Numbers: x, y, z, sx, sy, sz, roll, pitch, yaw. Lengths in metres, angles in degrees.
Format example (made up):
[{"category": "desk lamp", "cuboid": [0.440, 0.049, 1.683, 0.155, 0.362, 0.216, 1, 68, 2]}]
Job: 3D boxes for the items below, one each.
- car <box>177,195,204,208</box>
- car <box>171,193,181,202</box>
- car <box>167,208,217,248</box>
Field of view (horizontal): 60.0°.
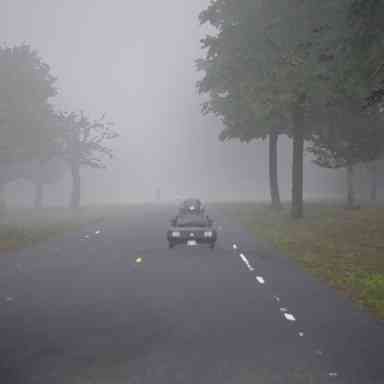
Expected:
[{"category": "car", "cuboid": [0.001, 1.367, 29.631, 2.097, 1.767, 4.553, 0, 0, 0]}, {"category": "car", "cuboid": [-3.499, 1.326, 76.709, 2.150, 2.045, 5.566, 0, 0, 0]}, {"category": "car", "cuboid": [0.001, 1.611, 14.686, 1.895, 1.301, 4.718, 0, 0, 0]}]
